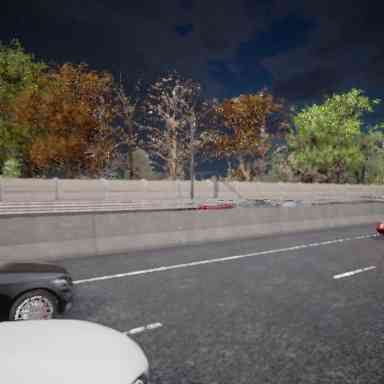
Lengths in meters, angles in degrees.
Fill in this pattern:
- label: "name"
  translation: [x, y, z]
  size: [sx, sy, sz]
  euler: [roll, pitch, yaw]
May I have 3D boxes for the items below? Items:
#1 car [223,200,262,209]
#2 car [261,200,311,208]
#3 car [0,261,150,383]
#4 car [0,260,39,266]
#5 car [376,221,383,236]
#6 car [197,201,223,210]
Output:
- label: "car"
  translation: [5.417, 1.455, 29.346]
  size: [4.892, 1.490, 1.837]
  euler: [0, 0, -35]
- label: "car"
  translation: [8.119, 1.474, 26.973]
  size: [4.674, 1.442, 1.812]
  euler: [0, 0, -35]
- label: "car"
  translation: [-2.467, 1.528, 1.986]
  size: [4.674, 1.442, 1.812]
  euler: [0, 0, -35]
- label: "car"
  translation: [-4.236, 1.527, 5.023]
  size: [4.674, 1.442, 1.812]
  euler: [0, 0, -35]
- label: "car"
  translation: [10.751, 1.559, 15.712]
  size: [4.718, 1.301, 1.895]
  euler: [0, 0, -35]
- label: "car"
  translation: [2.791, 1.552, 31.772]
  size: [4.718, 1.301, 1.895]
  euler: [0, 0, -35]
